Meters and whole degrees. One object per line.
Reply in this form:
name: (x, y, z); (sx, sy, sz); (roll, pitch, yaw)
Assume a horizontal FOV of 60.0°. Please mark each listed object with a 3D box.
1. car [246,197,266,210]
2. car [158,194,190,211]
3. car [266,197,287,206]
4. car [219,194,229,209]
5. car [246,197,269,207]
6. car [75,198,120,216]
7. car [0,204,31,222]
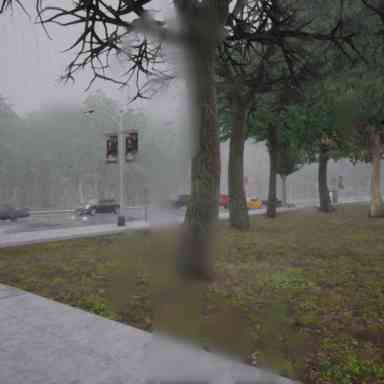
car: (7.838, 1.551, 45.289); (1.882, 1.535, 5.008); (0, 0, 36)
car: (-1.928, 1.275, 43.030); (2.150, 2.045, 5.566); (0, 0, 36)
car: (13.633, 1.570, 53.488); (1.882, 1.535, 5.008); (0, 0, 36)
car: (4.841, 1.289, 46.694); (2.150, 2.045, 5.566); (0, 0, 36)
car: (10.920, 1.593, 55.284); (1.837, 1.490, 4.892); (0, 0, 36)
car: (-9.235, 1.382, 32.812); (2.097, 1.767, 4.553); (0, 0, 35)
car: (-14.976, 1.563, 24.776); (2.033, 1.411, 5.357); (0, 0, 35)
